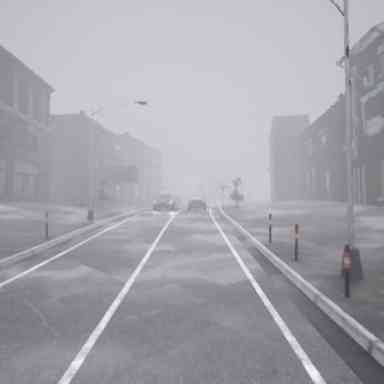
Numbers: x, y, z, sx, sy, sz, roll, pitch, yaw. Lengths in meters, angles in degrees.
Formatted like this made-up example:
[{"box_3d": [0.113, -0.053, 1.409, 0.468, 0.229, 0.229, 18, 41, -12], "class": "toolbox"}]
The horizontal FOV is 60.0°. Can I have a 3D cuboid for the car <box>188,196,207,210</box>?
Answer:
[{"box_3d": [0.638, 1.161, 35.946, 1.812, 1.442, 4.674, 0, 0, 4], "class": "car"}]

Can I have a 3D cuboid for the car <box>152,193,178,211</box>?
[{"box_3d": [-2.675, 0.987, 33.784, 2.097, 1.767, 4.553, 0, 0, 3], "class": "car"}]
